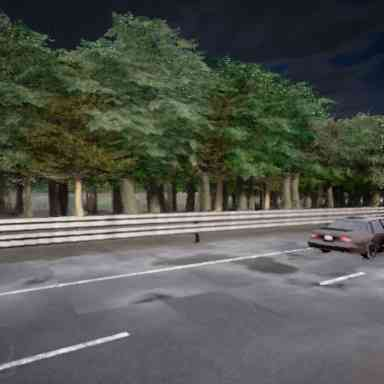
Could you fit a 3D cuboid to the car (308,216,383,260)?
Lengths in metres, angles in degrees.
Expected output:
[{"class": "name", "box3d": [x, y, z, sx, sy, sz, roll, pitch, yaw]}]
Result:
[{"class": "car", "box3d": [6.775, 1.663, 12.947, 5.357, 1.411, 2.033, 1, -1, -35]}]
